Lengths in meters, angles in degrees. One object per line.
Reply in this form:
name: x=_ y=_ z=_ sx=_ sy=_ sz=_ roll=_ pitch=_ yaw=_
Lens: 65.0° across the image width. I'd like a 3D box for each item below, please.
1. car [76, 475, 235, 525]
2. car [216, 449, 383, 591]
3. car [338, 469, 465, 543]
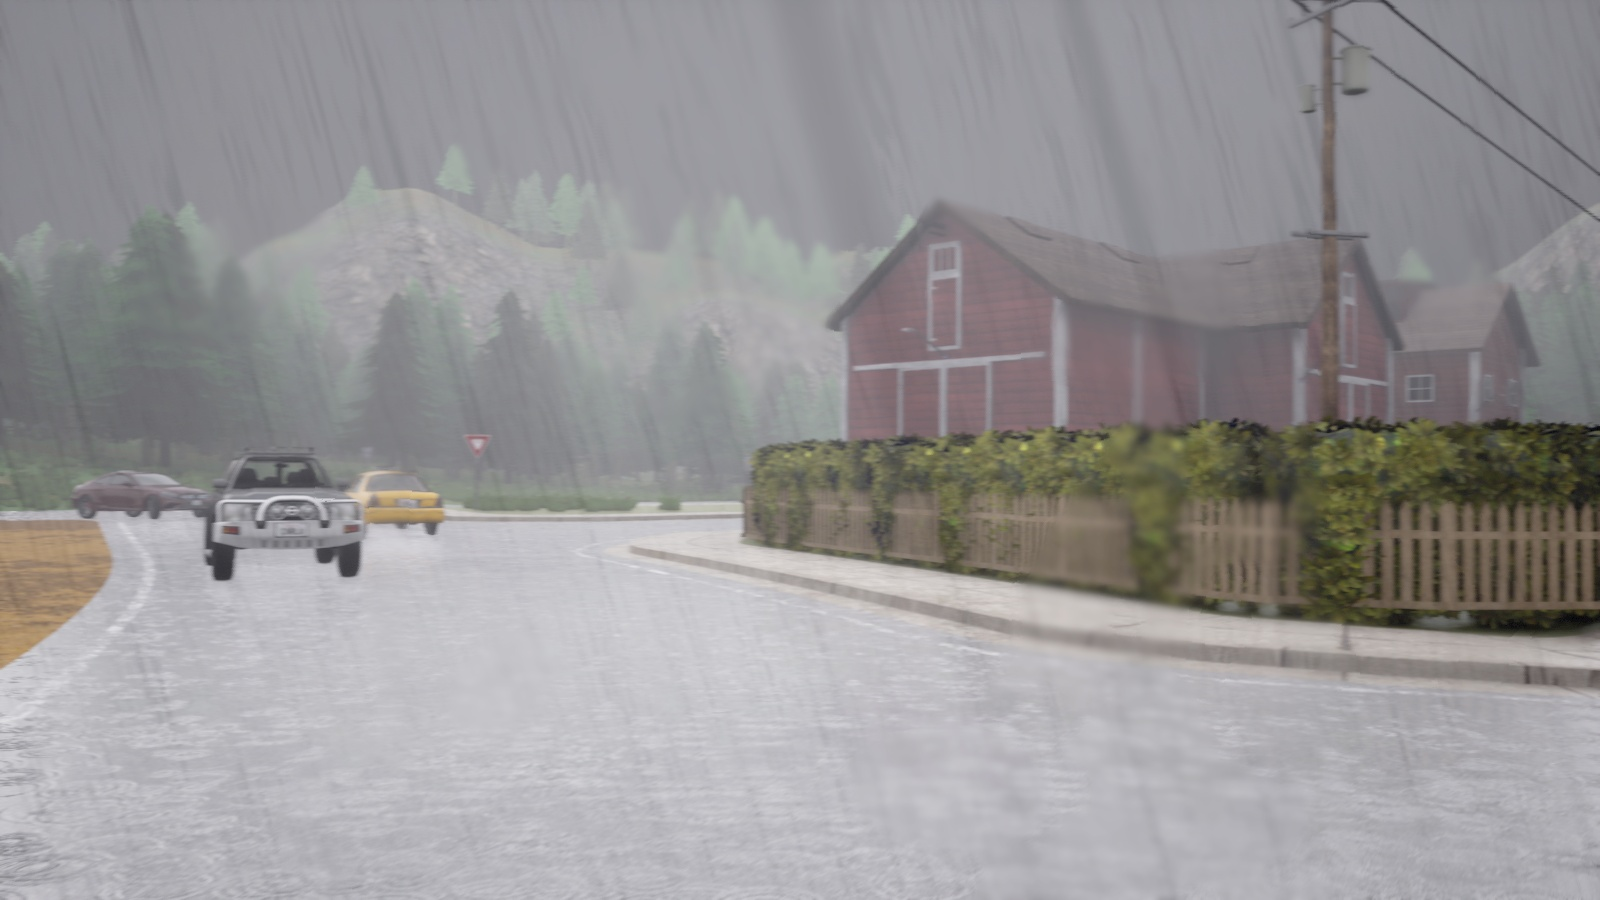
car: x=-19.869 y=1.547 z=38.700 sx=4.674 sy=1.442 sz=1.812 roll=-2 pitch=-2 yaw=24
car: x=-7.646 y=0.962 z=18.929 sx=1.932 sy=1.855 sz=4.605 roll=1 pitch=-1 yaw=-27
car: x=-9.548 y=1.253 z=29.761 sx=1.801 sy=1.575 sz=5.366 roll=0 pitch=-1 yaw=-29
